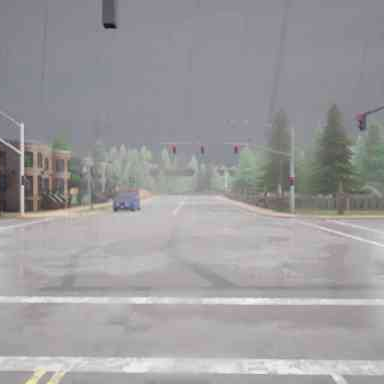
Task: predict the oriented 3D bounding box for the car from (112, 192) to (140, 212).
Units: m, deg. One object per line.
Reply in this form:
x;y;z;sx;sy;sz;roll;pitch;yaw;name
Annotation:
-6.975;1.097;35.943;2.150;2.045;5.566;0;1;0;car
